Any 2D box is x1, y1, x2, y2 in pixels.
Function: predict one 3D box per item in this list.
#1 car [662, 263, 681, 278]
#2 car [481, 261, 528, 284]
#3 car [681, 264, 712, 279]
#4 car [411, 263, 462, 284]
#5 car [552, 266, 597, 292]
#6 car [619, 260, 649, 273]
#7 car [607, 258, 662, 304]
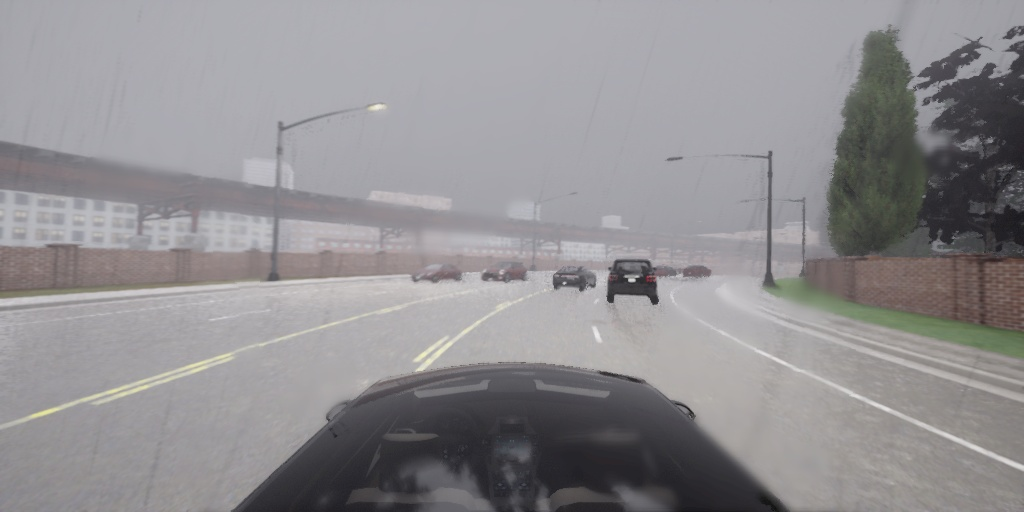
[{"bbox_3d":[18.016,1.816,42.617,1.994,1.385,4.181,0,-1,44],"label":"car"},{"bbox_3d":[-0.537,1.172,28.371,2.097,1.767,4.553,1,0,28],"label":"car"},{"bbox_3d":[21.272,1.767,41.119,1.882,1.535,5.008,-1,-1,44],"label":"car"},{"bbox_3d":[-5.399,1.225,26.365,1.812,1.442,4.674,1,0,25],"label":"car"},{"bbox_3d":[4.080,1.381,22.755,2.128,1.511,4.902,0,0,26],"label":"car"},{"bbox_3d":[20.277,1.775,59.480,5.566,2.045,2.150,2,-1,-41],"label":"car"},{"bbox_3d":[6.008,1.142,17.943,2.150,2.045,5.566,0,0,19],"label":"car"}]
